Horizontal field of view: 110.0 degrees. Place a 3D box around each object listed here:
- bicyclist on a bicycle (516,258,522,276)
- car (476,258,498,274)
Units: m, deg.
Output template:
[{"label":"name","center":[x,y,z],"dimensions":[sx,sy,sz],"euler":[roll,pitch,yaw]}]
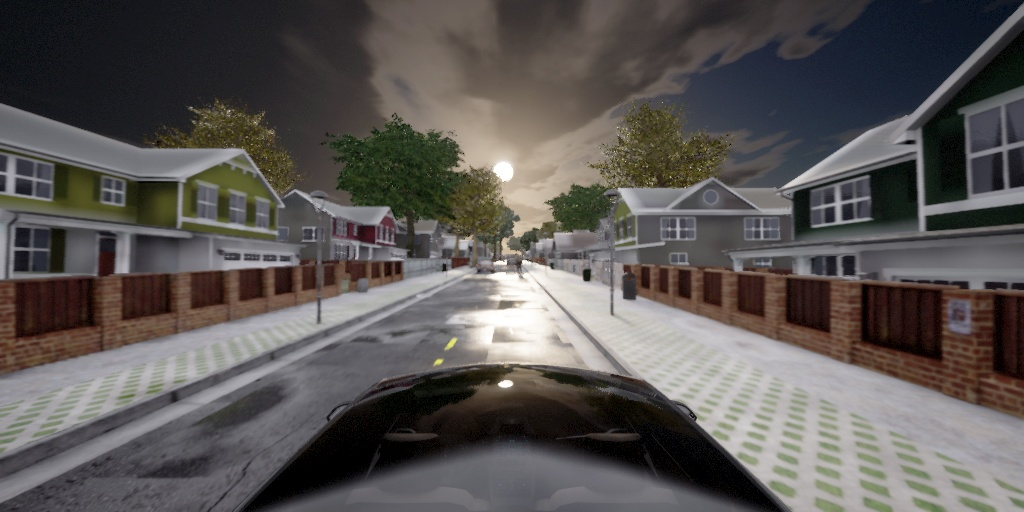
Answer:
[{"label":"bicyclist on a bicycle","center":[0.741,1.059,35.737],"dimensions":[0.659,1.776,1.843],"euler":[0,0,0]},{"label":"car","center":[-2.857,1.204,39.926],"dimensions":[1.812,1.442,4.674],"euler":[0,0,0]}]
